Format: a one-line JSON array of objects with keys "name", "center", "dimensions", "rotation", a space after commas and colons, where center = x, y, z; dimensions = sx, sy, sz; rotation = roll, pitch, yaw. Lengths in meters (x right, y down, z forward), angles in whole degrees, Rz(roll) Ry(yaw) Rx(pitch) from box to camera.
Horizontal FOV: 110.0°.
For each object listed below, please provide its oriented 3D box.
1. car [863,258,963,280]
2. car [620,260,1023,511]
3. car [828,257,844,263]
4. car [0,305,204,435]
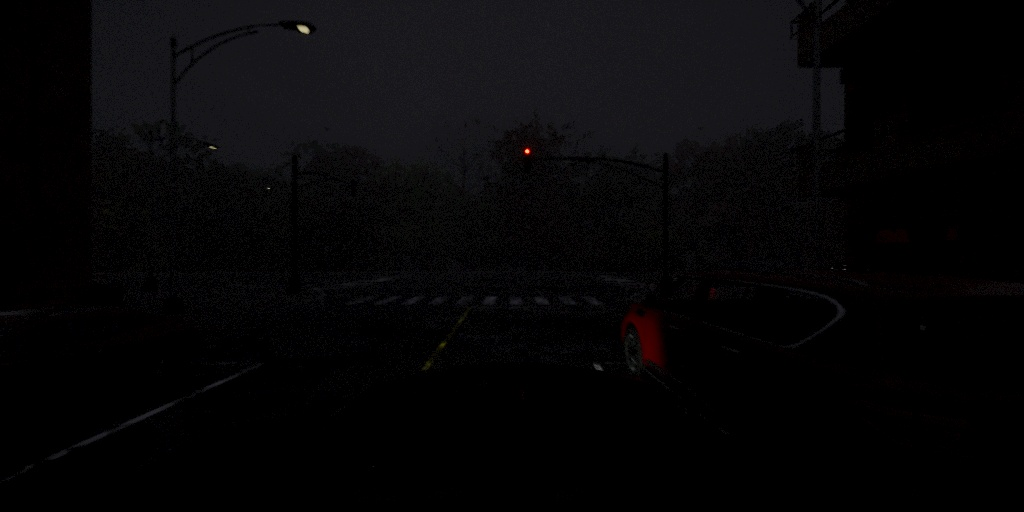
[{"name": "car", "center": [29.321, 0.918, 26.366], "dimensions": [4.902, 1.511, 2.128], "rotation": [0, 0, 1]}, {"name": "car", "center": [2.829, 1.035, 4.088], "dimensions": [2.192, 1.841, 5.009], "rotation": [0, 0, 0]}, {"name": "car", "center": [29.250, 0.649, 29.617], "dimensions": [5.566, 2.045, 2.150], "rotation": [0, 0, 1]}, {"name": "car", "center": [-5.819, 1.302, 4.123], "dimensions": [1.802, 1.307, 4.207], "rotation": [0, 0, 0]}]
